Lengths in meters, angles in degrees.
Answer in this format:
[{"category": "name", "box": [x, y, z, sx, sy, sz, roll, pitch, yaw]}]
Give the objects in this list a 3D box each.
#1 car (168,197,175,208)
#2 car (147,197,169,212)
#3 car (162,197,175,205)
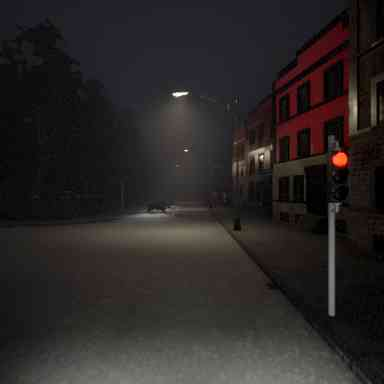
[{"category": "car", "box": [-4.032, 1.491, 48.067, 2.128, 1.511, 4.902, 0, 0, 0]}, {"category": "car", "box": [-4.049, 1.601, 38.689, 1.895, 1.301, 4.718, 0, 0, 0]}, {"category": "car", "box": [-3.996, 1.601, 58.083, 1.895, 1.301, 4.718, 0, 0, 0]}]
